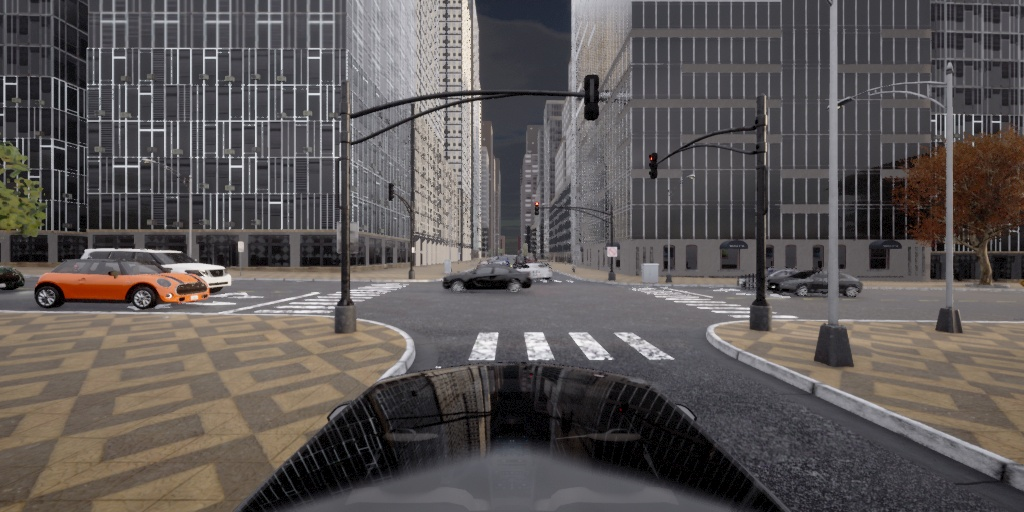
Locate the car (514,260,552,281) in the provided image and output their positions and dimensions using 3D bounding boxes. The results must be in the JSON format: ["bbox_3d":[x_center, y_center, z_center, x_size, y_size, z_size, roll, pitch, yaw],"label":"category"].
[{"bbox_3d":[1.688,1.295,29.447,1.812,1.442,4.674,-1,1,-21],"label":"car"}]

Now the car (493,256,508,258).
[{"bbox_3d":[-1.543,0.976,59.248,2.150,2.045,5.566,0,0,0],"label":"car"}]

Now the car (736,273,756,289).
[{"bbox_3d":[17.888,1.587,24.284,4.902,1.511,2.128,1,0,-3],"label":"car"}]

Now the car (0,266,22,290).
[{"bbox_3d":[-24.620,0.675,15.638,4.553,1.767,2.097,1,0,-2],"label":"car"}]

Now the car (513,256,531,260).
[{"bbox_3d":[1.383,0.977,58.419,2.150,2.045,5.566,0,0,-1],"label":"car"}]

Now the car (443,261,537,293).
[{"bbox_3d":[-1.343,1.238,20.152,5.008,1.535,1.882,0,0,-3],"label":"car"}]

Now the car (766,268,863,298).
[{"bbox_3d":[17.675,1.597,21.020,4.892,1.490,1.837,1,0,-3],"label":"car"}]

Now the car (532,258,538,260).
[{"bbox_3d":[3.957,1.329,45.354,1.948,1.339,4.313,0,0,0],"label":"car"}]

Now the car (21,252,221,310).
[{"bbox_3d":[-13.725,0.876,12.877,4.553,1.767,2.097,1,0,-3],"label":"car"}]

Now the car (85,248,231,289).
[{"bbox_3d":[-15.926,0.704,16.031,5.566,2.045,2.150,1,0,-3],"label":"car"}]

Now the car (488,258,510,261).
[{"bbox_3d":[-1.471,1.259,35.777,2.128,1.511,4.902,0,0,0],"label":"car"}]

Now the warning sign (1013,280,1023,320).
[{"bbox_3d":[17.281,1.204,11.543,1.060,1.860,1.300,0,0,-3],"label":"warning sign"}]
